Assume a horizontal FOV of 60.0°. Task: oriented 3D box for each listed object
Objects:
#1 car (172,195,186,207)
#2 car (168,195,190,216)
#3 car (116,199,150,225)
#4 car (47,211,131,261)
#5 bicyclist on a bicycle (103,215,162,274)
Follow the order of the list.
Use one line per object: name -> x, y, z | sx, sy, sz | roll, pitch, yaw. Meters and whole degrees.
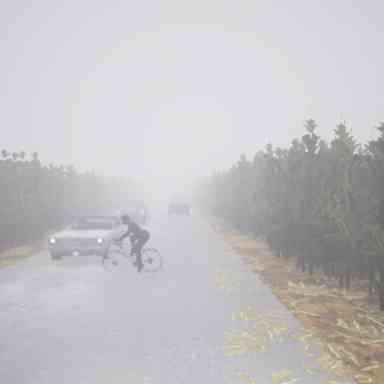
car -> -1.830, 1.188, 45.119 | 1.837, 1.490, 4.892 | 0, 1, -3
car -> -1.231, 1.377, 31.506 | 1.882, 1.535, 5.008 | 0, 1, -2
car -> -4.183, 1.324, 23.811 | 2.097, 1.767, 4.553 | 0, 1, -2
car -> -3.698, 1.601, 12.508 | 1.895, 1.301, 4.718 | 0, 0, -2
bicyclist on a bicycle -> -1.653, 1.453, 9.161 | 1.656, 1.620, 0.582 | -2, 0, -2
